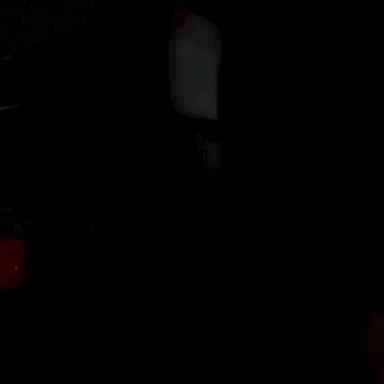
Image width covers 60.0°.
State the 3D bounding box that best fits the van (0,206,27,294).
[{"bbox_3d":[-5.710,1.250,7.604,4.442,1.987,1.878,0,0,35],"label":"van"}]

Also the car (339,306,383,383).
[{"bbox_3d":[3.460,1.224,1.063,5.566,2.045,2.435,0,0,35],"label":"car"}]
